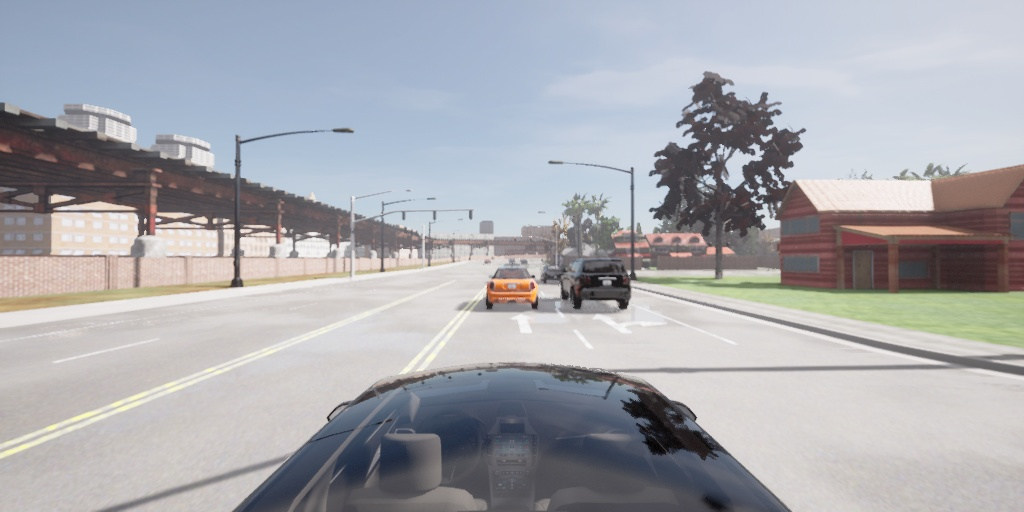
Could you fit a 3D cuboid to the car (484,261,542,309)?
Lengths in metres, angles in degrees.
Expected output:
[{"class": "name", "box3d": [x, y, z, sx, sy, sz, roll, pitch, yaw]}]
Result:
[{"class": "car", "box3d": [0.005, 1.234, 15.935, 2.097, 1.767, 4.553, 0, -1, 0]}]

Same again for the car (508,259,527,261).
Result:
[{"class": "car", "box3d": [0.009, 1.375, 30.939, 2.097, 1.767, 4.553, 0, -1, 0]}]

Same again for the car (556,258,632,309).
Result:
[{"class": "car", "box3d": [3.503, 1.100, 15.875, 2.150, 2.045, 5.566, 0, 0, 0]}]

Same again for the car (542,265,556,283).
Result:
[{"class": "car", "box3d": [3.510, 1.520, 31.146, 2.128, 1.511, 4.902, 0, 0, 0]}]
